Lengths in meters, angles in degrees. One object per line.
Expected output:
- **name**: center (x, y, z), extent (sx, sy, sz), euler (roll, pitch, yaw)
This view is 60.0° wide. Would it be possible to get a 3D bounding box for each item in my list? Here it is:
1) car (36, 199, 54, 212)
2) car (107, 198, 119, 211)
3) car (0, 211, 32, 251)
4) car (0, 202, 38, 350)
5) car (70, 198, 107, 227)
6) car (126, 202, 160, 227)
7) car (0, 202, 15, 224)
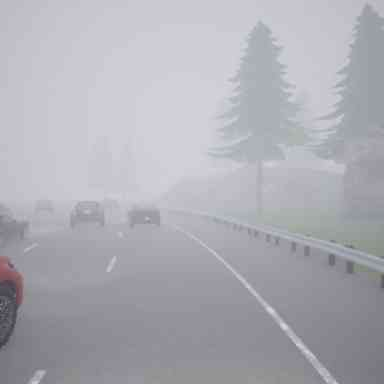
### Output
- **car**: center (-16.994, 1.538, 38.043), extent (2.033, 1.411, 5.357), euler (0, 0, -29)
- **car**: center (-10.123, 1.450, 39.777), extent (2.128, 1.511, 4.902), euler (0, 0, -27)
- **car**: center (-8.509, 1.606, 14.102), extent (1.895, 1.301, 4.718), euler (0, 0, -10)
- **car**: center (-3.680, 1.230, 2.921), extent (2.150, 2.045, 5.566), euler (0, 0, -2)
- **car**: center (-7.176, 1.333, 23.037), extent (2.097, 1.767, 4.553), euler (0, 0, -16)
- **car**: center (-3.377, 1.445, 22.515), extent (1.882, 1.535, 5.008), euler (0, 0, -15)
- **car**: center (-15.220, 1.556, 25.622), extent (2.033, 1.411, 5.357), euler (0, 0, -20)
